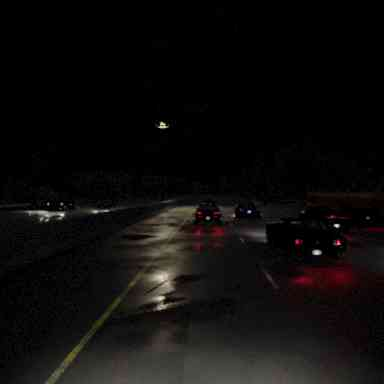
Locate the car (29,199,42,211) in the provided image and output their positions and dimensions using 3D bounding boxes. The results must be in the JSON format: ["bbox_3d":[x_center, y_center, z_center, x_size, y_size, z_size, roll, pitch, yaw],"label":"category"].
[{"bbox_3d":[-19.071,1.627,42.783,1.812,1.442,4.674,0,0,3],"label":"car"}]

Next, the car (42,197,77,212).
[{"bbox_3d":[-15.717,1.449,40.199,2.097,1.767,4.553,0,0,3],"label":"car"}]

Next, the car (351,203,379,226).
[{"bbox_3d":[11.687,1.572,24.323,1.882,1.535,5.008,0,0,3],"label":"car"}]

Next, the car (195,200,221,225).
[{"bbox_3d":[1.195,1.605,24.954,1.812,1.442,4.674,0,0,3],"label":"car"}]

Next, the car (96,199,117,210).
[{"bbox_3d":[-11.844,1.654,46.438,1.812,1.442,4.674,0,0,3],"label":"car"}]

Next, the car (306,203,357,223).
[{"bbox_3d":[7.994,1.581,20.481,1.837,1.490,4.892,0,0,3],"label":"car"}]

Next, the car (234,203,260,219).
[{"bbox_3d":[4.971,1.666,30.228,1.994,1.385,4.181,0,0,3],"label":"car"}]

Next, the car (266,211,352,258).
[{"bbox_3d":[4.117,1.648,12.883,1.895,1.301,4.718,0,0,3],"label":"car"}]
